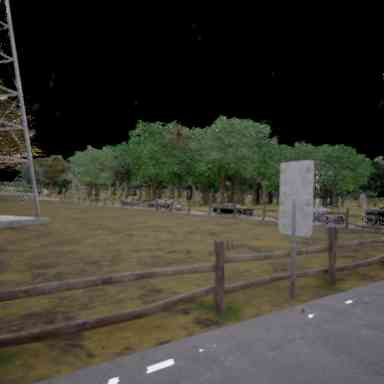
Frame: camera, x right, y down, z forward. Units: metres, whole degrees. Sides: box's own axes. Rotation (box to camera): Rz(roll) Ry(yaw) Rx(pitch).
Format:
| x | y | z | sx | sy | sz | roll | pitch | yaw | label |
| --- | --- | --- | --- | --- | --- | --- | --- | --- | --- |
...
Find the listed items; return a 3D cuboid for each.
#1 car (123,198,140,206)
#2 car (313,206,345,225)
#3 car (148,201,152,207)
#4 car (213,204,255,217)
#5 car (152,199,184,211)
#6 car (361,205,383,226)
| x | y | z | sx | sy | sz | roll | pitch | yaw | label |
| --- | --- | --- | --- | --- | --- | --- | --- | --- | --- |
| -11.507 | 1.873 | 62.218 | 2.128 | 1.511 | 4.902 | 3 | -1 | -36 | car |
| 10.176 | 1.868 | 27.005 | 1.994 | 1.385 | 4.181 | 3 | -2 | -36 | car |
| -5.462 | 1.927 | 53.851 | 1.812 | 1.442 | 4.674 | 3 | -1 | -35 | car |
| 4.377 | 1.901 | 35.112 | 1.895 | 1.301 | 4.718 | 3 | -2 | -36 | car |
| -3.018 | 1.787 | 45.486 | 2.128 | 1.511 | 4.902 | 3 | -1 | -35 | car |
| 15.528 | 1.637 | 24.637 | 2.150 | 2.045 | 5.566 | 3 | -2 | -31 | car |
